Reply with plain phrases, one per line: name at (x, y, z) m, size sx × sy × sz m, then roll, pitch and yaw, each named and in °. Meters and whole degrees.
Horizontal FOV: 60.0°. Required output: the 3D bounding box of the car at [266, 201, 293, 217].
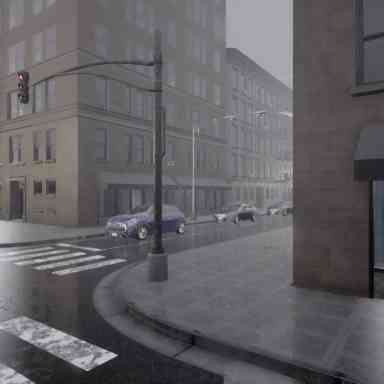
car at (9.137, 1.678, 33.621) m, size 2.128 × 1.511 × 4.902 m, roll 0°, pitch 0°, yaw 35°

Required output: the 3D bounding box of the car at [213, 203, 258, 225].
car at (3.435, 1.627, 25.601) m, size 2.128 × 1.511 × 4.902 m, roll 0°, pitch 0°, yaw 35°

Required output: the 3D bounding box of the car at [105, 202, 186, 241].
car at (-2.333, 1.432, 17.530) m, size 2.097 × 1.767 × 4.553 m, roll 0°, pitch 0°, yaw 36°
